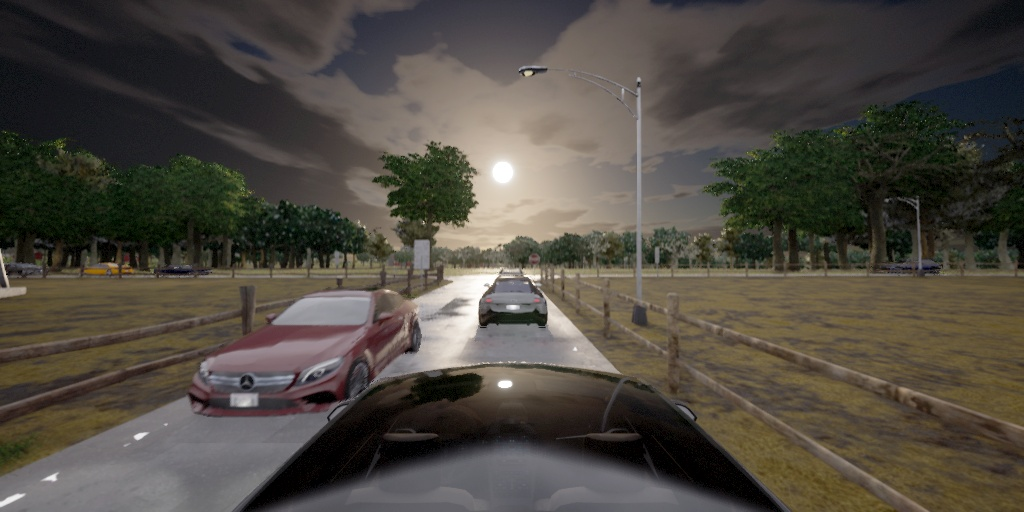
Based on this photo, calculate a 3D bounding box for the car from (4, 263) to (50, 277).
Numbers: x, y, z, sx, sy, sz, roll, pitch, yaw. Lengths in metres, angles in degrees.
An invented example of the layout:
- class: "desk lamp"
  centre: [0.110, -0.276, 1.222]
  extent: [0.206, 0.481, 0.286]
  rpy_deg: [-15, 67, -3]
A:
- class: "car"
  centre: [-52.049, 1.478, 37.944]
  extent: [4.902, 1.511, 2.128]
  rpy_deg: [0, -2, 0]

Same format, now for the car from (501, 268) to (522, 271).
- class: "car"
  centre: [-0.031, 1.496, 25.559]
  extent: [1.895, 1.301, 4.718]
  rpy_deg: [0, -1, 1]

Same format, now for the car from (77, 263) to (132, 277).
- class: "car"
  centre: [-46.289, 1.550, 40.771]
  extent: [5.008, 1.535, 1.882]
  rpy_deg: [0, -2, 0]

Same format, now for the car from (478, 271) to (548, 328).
- class: "car"
  centre: [0.023, 1.353, 11.600]
  extent: [1.994, 1.385, 4.181]
  rpy_deg: [0, 0, 0]

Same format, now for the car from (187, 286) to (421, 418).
- class: "car"
  centre: [-2.872, 1.289, 6.162]
  extent: [1.812, 1.442, 4.674]
  rpy_deg: [0, 0, 0]

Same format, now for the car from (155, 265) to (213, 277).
- class: "car"
  centre: [-34.618, 1.583, 37.962]
  extent: [4.718, 1.301, 1.895]
  rpy_deg: [0, -2, 0]

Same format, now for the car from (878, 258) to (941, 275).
- class: "car"
  centre: [42.571, 1.125, 38.595]
  extent: [4.553, 1.767, 2.097]
  rpy_deg: [-1, -2, 13]
